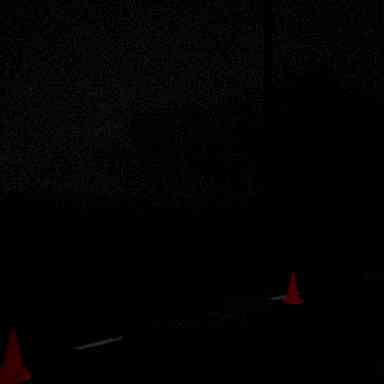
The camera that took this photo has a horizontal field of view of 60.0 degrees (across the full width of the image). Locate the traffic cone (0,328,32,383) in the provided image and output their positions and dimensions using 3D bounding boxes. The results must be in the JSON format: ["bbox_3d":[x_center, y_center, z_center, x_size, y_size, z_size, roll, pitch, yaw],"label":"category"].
[{"bbox_3d":[-2.150,1.945,4.010,0.340,0.580,0.340,0,0,-35],"label":"traffic cone"}]

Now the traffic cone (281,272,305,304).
[{"bbox_3d":[2.086,1.951,6.849,0.340,0.580,0.340,0,0,-33],"label":"traffic cone"}]
